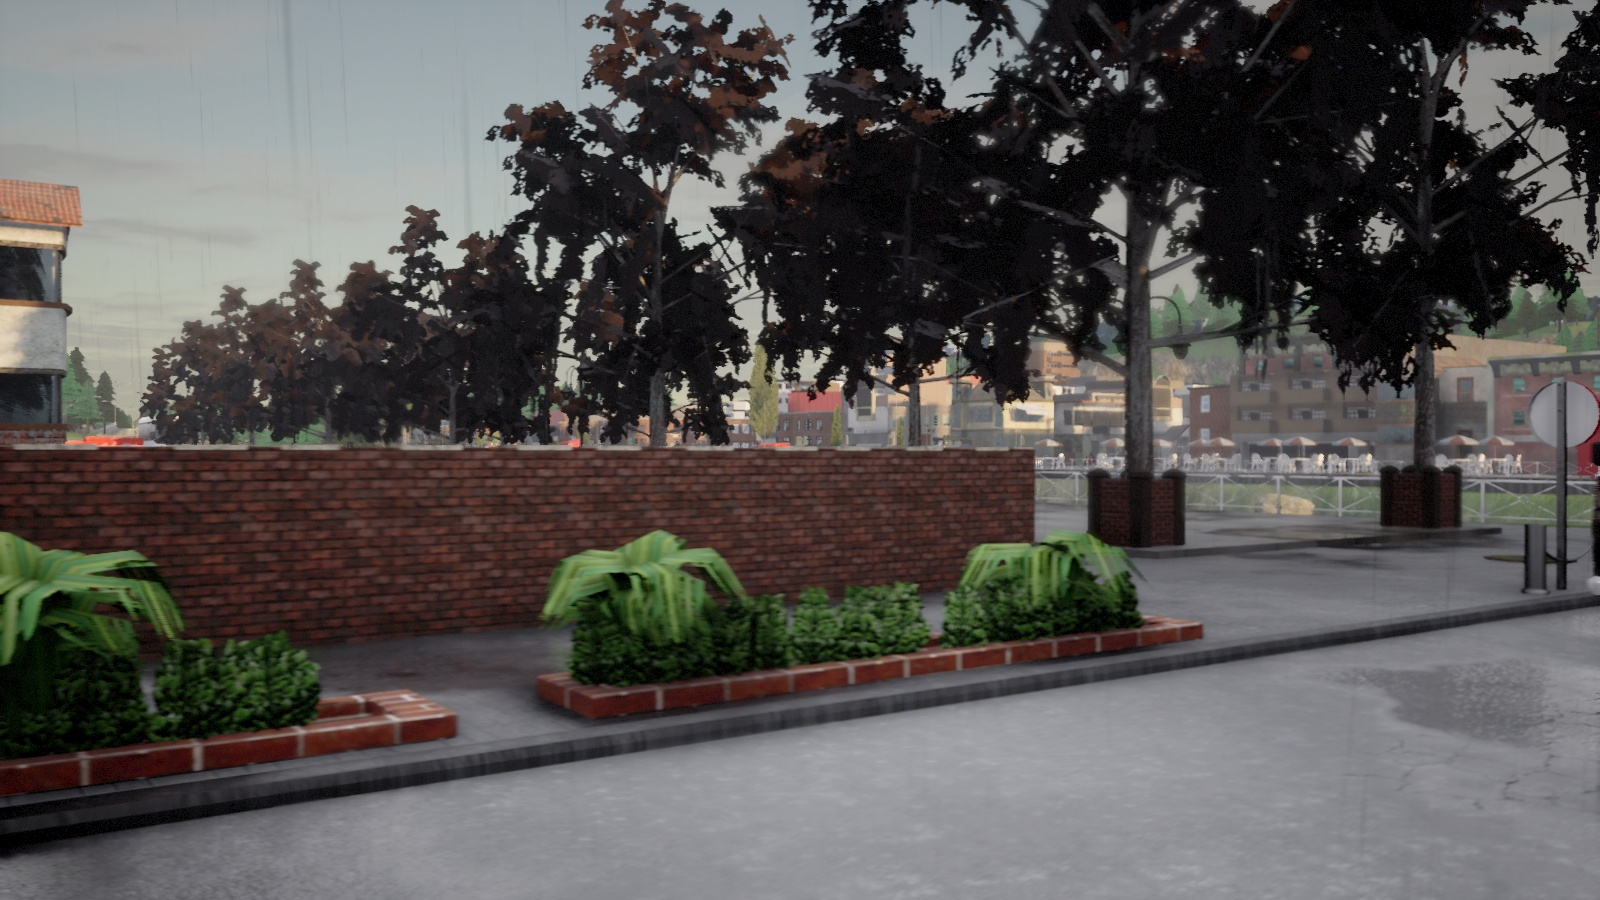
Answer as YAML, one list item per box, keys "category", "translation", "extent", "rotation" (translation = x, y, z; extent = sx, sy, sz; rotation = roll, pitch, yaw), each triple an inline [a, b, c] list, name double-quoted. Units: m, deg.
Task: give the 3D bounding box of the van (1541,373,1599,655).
- category: "van"
  translation: [7.972, 0.457, 9.820]
  extent: [4.480, 2.038, 2.069]
  rotation: [0, 0, -35]

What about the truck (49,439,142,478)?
- category: "truck"
  translation: [-46.697, 0.549, 83.290]
  extent: [5.204, 2.467, 2.627]
  rotation: [0, 0, -33]
